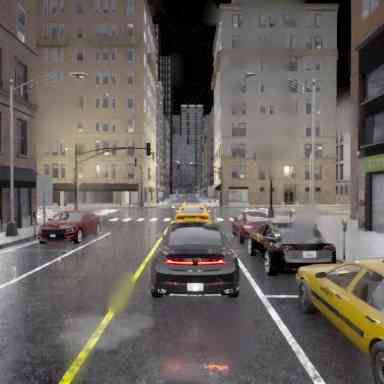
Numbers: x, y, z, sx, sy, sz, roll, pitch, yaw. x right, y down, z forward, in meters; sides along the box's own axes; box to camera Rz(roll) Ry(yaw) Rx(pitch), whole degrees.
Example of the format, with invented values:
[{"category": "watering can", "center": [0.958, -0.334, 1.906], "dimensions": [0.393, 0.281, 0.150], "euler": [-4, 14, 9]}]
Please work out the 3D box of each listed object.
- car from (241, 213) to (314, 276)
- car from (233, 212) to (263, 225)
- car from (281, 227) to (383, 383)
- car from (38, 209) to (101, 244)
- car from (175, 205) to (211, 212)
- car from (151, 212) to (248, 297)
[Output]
[{"category": "car", "center": [2.876, 1.563, 10.198], "dimensions": [1.947, 1.339, 4.313], "euler": [-1, 0, 0]}, {"category": "car", "center": [2.883, 1.577, 15.784], "dimensions": [1.802, 1.307, 4.206], "euler": [-1, 0, 0]}, {"category": "car", "center": [2.868, 1.524, 4.782], "dimensions": [1.752, 1.417, 4.829], "euler": [-1, 0, 0]}, {"category": "car", "center": [-5.662, 1.539, 15.792], "dimensions": [1.887, 1.381, 4.507], "euler": [-1, 0, 0]}, {"category": "car", "center": [0.053, 1.471, 18.973], "dimensions": [1.882, 1.535, 5.008], "euler": [0, 0, 1]}, {"category": "car", "center": [0.073, 1.502, 8.546], "dimensions": [1.837, 1.490, 4.892], "euler": [0, 0, 0]}]
